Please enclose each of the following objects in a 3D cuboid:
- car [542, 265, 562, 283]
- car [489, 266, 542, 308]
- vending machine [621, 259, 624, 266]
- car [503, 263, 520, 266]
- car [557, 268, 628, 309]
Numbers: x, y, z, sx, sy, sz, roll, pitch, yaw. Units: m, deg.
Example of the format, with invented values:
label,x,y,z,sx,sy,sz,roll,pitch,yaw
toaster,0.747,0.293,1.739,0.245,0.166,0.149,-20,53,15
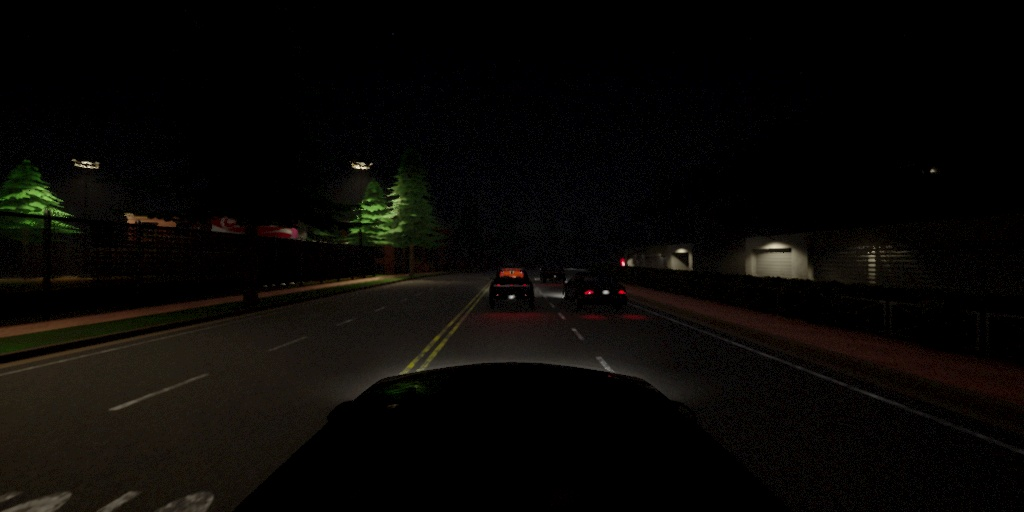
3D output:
label,x,y,z,sx,sy,sz,roll,pitch,yaw
car,3.499,1.501,31.309,1.882,1.535,5.008,0,0,1
car,-0.009,1.376,16.130,2.128,1.511,4.902,0,0,0
vending machine,18.270,1.468,58.283,1.100,2.100,0.880,0,0,45
car,-0.015,1.369,30.917,2.097,1.767,4.553,0,-1,0
car,3.488,1.428,15.826,2.033,1.411,5.357,0,0,0
